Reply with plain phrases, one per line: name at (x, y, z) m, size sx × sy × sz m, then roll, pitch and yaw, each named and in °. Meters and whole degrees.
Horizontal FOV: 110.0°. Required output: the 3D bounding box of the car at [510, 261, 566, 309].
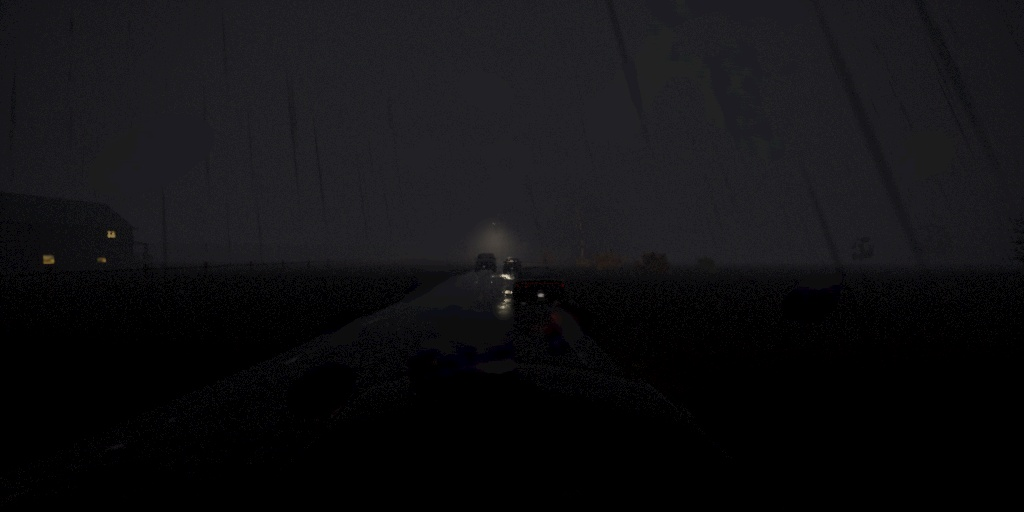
car at (0.963, 1.135, 14.441) m, size 1.882 × 1.535 × 5.008 m, roll 0°, pitch 0°, yaw 0°

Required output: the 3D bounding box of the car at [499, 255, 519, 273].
car at (0.047, 0.980, 37.490) m, size 2.128 × 1.511 × 4.902 m, roll 0°, pitch 0°, yaw 1°

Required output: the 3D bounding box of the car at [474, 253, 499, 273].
car at (-2.842, 0.696, 39.235) m, size 2.150 × 2.045 × 5.566 m, roll 0°, pitch 1°, yaw 0°
